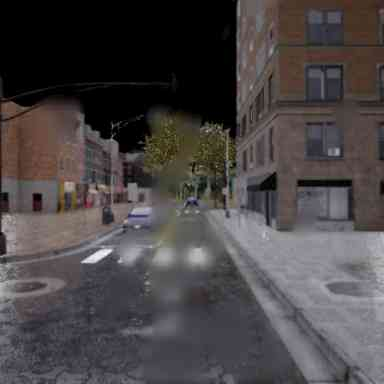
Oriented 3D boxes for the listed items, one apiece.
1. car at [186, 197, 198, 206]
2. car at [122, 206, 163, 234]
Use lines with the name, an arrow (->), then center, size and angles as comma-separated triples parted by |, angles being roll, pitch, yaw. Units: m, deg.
car -> 0.003, 1.669, 59.112 | 1.882, 1.535, 5.008 | 0, 0, 0
car -> -2.839, 1.579, 19.946 | 1.812, 1.442, 4.674 | 0, 0, 1
